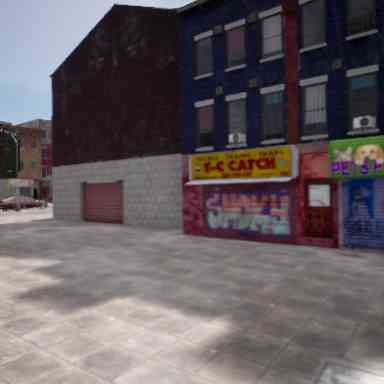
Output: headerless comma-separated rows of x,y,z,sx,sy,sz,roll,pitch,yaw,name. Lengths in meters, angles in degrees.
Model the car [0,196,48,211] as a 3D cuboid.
-17.037,1.172,33.686,1.812,1.442,4.674,-1,0,36,car
